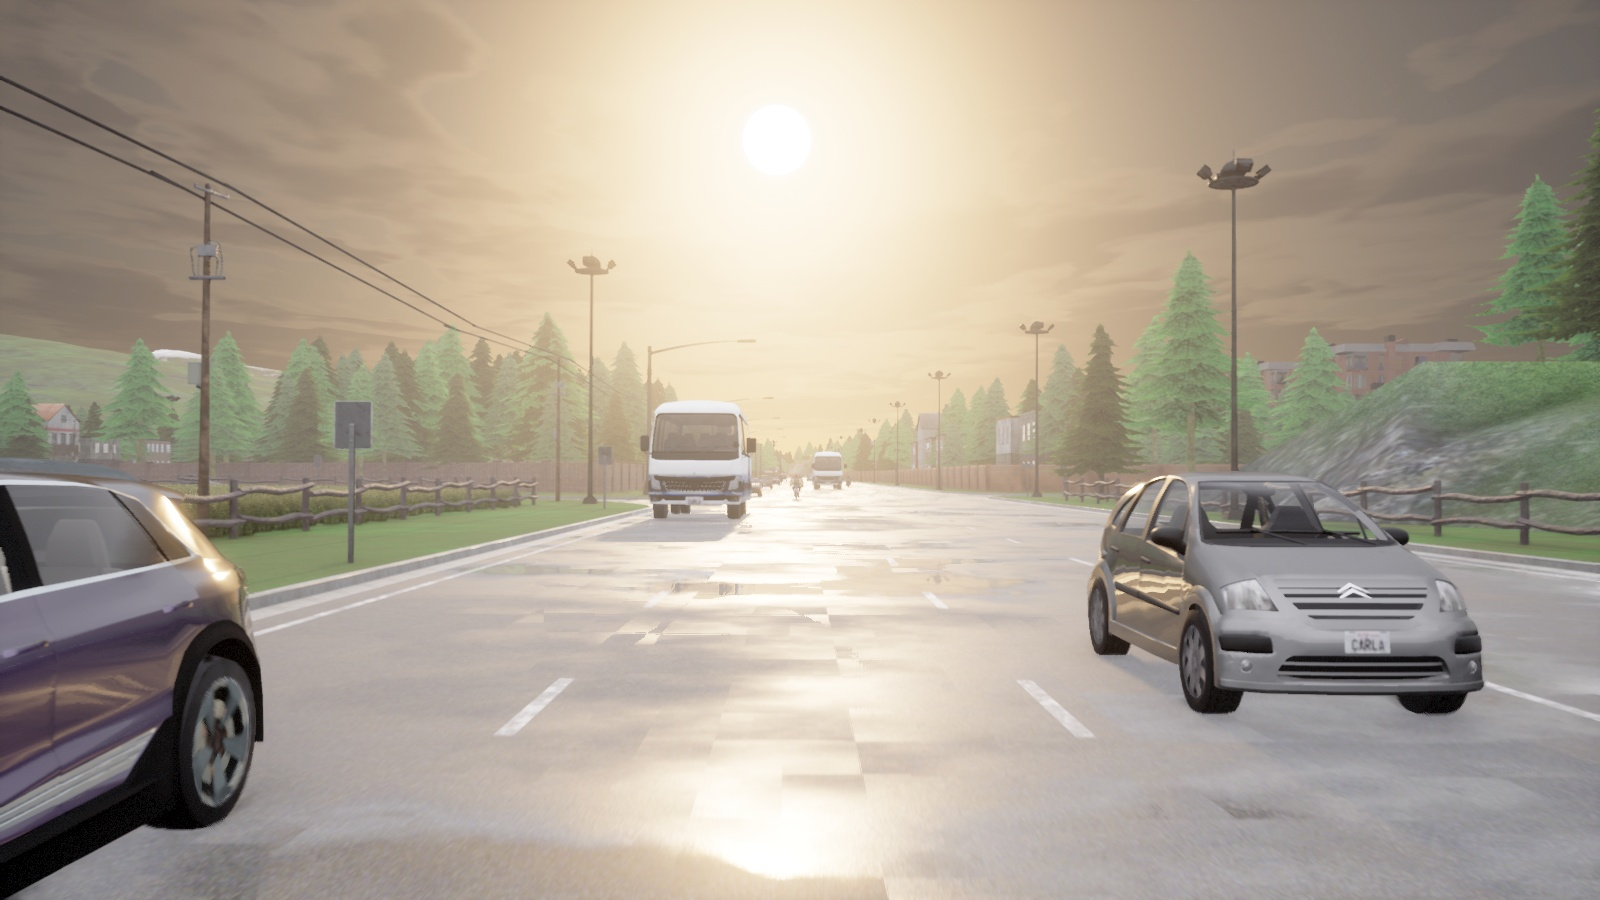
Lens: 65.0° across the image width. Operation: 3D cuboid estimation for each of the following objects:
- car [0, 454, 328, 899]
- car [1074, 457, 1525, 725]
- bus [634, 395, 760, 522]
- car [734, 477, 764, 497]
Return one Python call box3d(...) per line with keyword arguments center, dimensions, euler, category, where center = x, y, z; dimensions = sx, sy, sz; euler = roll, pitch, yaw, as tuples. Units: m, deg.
box3d(center=(-3.511, 0.848, 4.213), dimensions=(2.033, 1.649, 4.856), euler=(0, -1, 0), category="car")
box3d(center=(3.476, 0.897, 9.641), dimensions=(1.851, 1.617, 3.988), euler=(0, -1, 0), category="car")
box3d(center=(-3.623, 0.404, 47.327), dimensions=(3.944, 4.253, 10.273), euler=(0, -1, 0), category="bus")
box3d(center=(-3.730, 2.744, 93.102), dimensions=(2.033, 1.411, 5.357), euler=(0, -1, 0), category="car")
